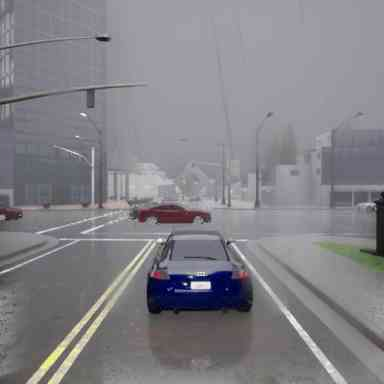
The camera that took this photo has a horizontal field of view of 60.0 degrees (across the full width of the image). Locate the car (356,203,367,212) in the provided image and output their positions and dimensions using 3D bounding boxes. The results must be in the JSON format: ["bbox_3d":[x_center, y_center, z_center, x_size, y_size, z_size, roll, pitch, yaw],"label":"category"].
[{"bbox_3d":[20.760,1.476,37.085,4.674,1.442,1.812,0,0,-2],"label":"car"}]

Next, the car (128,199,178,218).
[{"bbox_3d":[-3.347,1.587,28.563,4.181,1.385,1.994,0,0,-35],"label":"car"}]

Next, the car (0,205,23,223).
[{"bbox_3d":[-15.961,1.580,26.101,5.008,1.535,1.882,-1,0,0],"label":"car"}]

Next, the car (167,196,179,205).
[{"bbox_3d":[-3.516,1.503,61.561,1.837,1.490,4.892,0,0,1],"label":"car"}]

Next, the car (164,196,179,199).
[{"bbox_3d":[-3.566,1.490,51.162,2.128,1.511,4.902,0,0,0],"label":"car"}]

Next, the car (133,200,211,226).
[{"bbox_3d":[-1.202,1.490,22.712,5.008,1.535,1.882,0,0,0],"label":"car"}]

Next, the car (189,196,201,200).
[{"bbox_3d":[0.725,1.537,76.882,2.033,1.411,5.357,0,0,12],"label":"car"}]

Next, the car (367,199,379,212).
[{"bbox_3d":[20.520,1.513,33.571,4.181,1.385,1.994,0,0,0],"label":"car"}]

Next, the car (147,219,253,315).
[{"bbox_3d":[0.091,1.564,7.685,1.994,1.385,4.181,0,0,-2],"label":"car"}]
